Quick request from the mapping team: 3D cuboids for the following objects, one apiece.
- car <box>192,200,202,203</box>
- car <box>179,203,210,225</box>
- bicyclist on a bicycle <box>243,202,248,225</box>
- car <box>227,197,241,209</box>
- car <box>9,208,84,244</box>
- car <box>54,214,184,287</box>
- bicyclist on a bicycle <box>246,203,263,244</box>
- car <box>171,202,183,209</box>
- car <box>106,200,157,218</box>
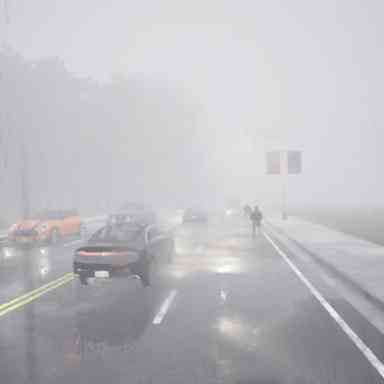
[{"bbox_3d":[0.892,2.278,60.695,2.128,1.511,4.902,-1,-1,7],"label":"car"},{"bbox_3d":[0.378,1.912,27.508,1.994,1.385,4.181,-1,-1,7],"label":"car"},{"bbox_3d":[4.141,1.637,24.944,0.659,1.776,1.843,-1,-1,7],"label":"bicyclist on a bicycle"},{"bbox_3d":[7.145,1.876,56.931,2.150,2.045,5.566,-1,-1,7],"label":"car"},{"bbox_3d":[-7.537,1.678,17.714,2.097,1.767,4.553,-1,-1,7],"label":"car"},{"bbox_3d":[-1.725,1.641,9.835,2.128,1.511,4.902,-1,-1,7],"label":"car"},{"bbox_3d":[3.055,1.534,15.810,0.659,1.776,1.843,-1,-1,7],"label":"bicyclist on a bicycle"},{"bbox_3d":[-2.561,2.411,59.217,1.895,1.301,4.718,-1,-1,7],"label":"car"},{"bbox_3d":[-3.788,1.551,21.743,2.150,2.045,5.566,-1,-1,7],"label":"car"}]
